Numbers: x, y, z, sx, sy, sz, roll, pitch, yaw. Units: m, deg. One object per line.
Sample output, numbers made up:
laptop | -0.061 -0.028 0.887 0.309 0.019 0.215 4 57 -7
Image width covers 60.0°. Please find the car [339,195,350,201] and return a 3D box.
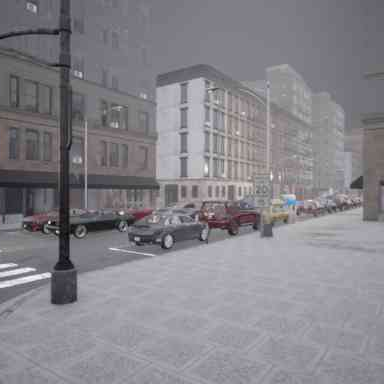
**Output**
car | 39.272 1.554 85.537 1.887 1.381 4.507 0 0 35

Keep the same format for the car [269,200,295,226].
car | 5.468 1.552 23.545 1.752 1.417 4.829 0 0 35

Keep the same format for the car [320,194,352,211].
car | 17.822 1.350 41.101 2.192 1.841 5.009 0 0 35

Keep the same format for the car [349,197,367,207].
car | 27.159 1.592 54.374 2.008 1.369 4.403 0 0 35

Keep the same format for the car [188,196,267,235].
car | 2.259 1.340 18.981 2.192 1.841 5.009 0 0 35

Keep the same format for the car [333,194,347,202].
car | 36.161 1.324 81.113 2.192 1.841 5.009 0 0 35

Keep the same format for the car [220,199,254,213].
car | 5.033 1.535 36.872 1.887 1.381 4.507 0 0 35

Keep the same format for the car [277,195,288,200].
car | 11.160 1.520 45.580 1.752 1.417 4.829 0 0 35

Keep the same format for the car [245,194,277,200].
car | 6.467 1.224 34.476 2.150 2.045 5.566 0 0 35

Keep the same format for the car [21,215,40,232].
car | -7.418 1.528 19.175 1.887 1.381 4.507 0 0 35

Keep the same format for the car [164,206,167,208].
car | -1.193 1.537 28.024 2.008 1.369 4.403 0 0 35

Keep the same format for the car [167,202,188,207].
car | 0.490 1.504 26.008 1.837 1.490 4.892 0 0 35

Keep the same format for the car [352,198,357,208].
car | 20.933 1.619 45.526 1.802 1.307 4.206 0 0 35

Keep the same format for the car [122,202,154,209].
car | -4.305 1.425 23.599 1.967 1.590 4.097 0 0 35

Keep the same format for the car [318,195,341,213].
car | 14.708 1.472 36.677 1.967 1.590 4.097 0 0 35

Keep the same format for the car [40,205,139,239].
car | -5.274 1.597 17.812 1.895 1.301 4.718 0 0 33

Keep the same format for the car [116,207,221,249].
car | -0.855 1.574 14.557 2.008 1.369 4.403 0 0 35

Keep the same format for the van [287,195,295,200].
van | 14.371 1.338 50.143 1.690 1.788 3.998 0 0 35

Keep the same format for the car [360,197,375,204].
car | 33.385 1.612 63.223 1.947 1.339 4.313 0 0 35

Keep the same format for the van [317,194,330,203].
van | 26.822 1.347 67.840 1.690 1.788 3.998 0 0 35

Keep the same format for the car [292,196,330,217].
car | 11.596 1.471 32.253 1.967 1.590 4.097 0 0 35

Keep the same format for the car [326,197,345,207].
car | 22.599 1.532 52.299 1.837 1.490 4.892 0 0 35

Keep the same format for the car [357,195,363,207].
car | 24.046 1.605 49.950 1.947 1.339 4.313 0 0 35
